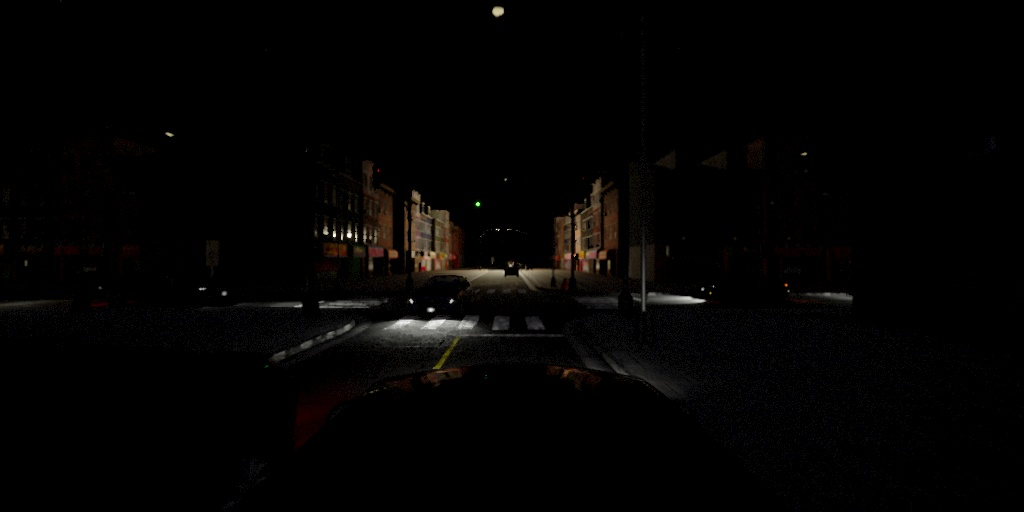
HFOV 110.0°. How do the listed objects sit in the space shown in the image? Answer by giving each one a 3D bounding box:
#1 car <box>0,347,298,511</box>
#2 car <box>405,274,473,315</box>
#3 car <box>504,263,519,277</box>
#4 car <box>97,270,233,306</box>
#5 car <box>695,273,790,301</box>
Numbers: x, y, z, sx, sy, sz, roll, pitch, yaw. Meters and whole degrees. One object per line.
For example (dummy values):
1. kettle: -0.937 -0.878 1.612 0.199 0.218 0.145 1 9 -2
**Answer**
1. car: -2.750 1.256 1.114 1.837 1.490 4.892 0 -1 0
2. car: -2.707 1.466 14.702 2.033 1.411 5.357 0 -1 1
3. car: -0.054 1.858 43.613 1.948 1.339 4.313 0 0 0
4. car: -15.124 1.385 15.806 4.902 1.511 2.128 0 -1 0
5. car: 11.988 1.571 18.824 4.181 1.385 1.994 0 -1 0
